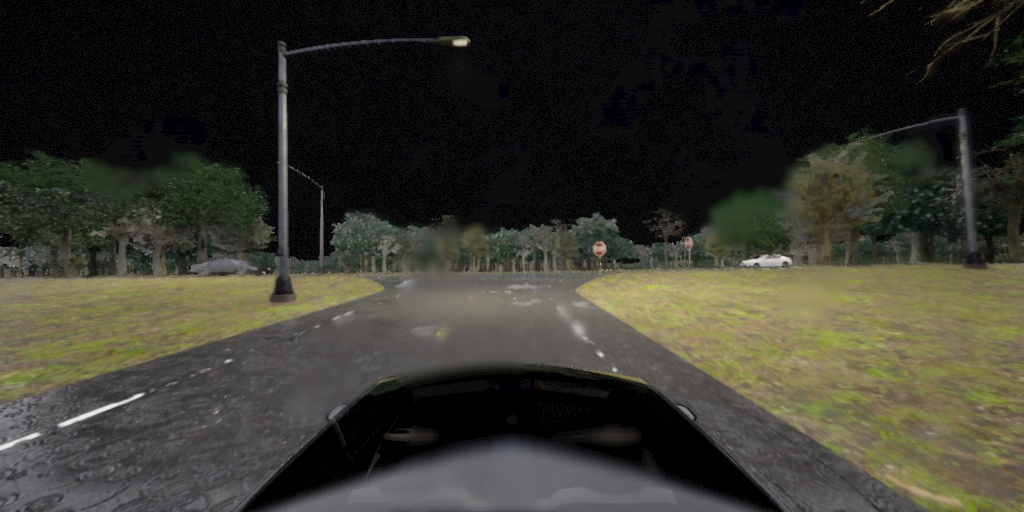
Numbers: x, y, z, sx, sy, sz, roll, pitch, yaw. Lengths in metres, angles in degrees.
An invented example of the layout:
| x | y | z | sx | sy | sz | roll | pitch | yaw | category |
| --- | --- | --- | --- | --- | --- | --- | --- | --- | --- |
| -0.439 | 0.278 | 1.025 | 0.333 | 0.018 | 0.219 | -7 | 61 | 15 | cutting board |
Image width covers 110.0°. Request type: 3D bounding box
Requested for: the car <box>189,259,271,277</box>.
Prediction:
| x | y | z | sx | sy | sz | roll | pitch | yaw | category |
| --- | --- | --- | --- | --- | --- | --- | --- | --- | --- |
| -22.140 | 0.957 | 28.247 | 5.357 | 1.411 | 2.033 | -1 | -2 | 1 | car |

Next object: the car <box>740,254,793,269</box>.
| x | y | z | sx | sy | sz | roll | pitch | yaw | category |
| --- | --- | --- | --- | --- | --- | --- | --- | --- | --- |
| 25.188 | 0.579 | 35.597 | 4.674 | 1.442 | 1.812 | -2 | -2 | -1 | car |
